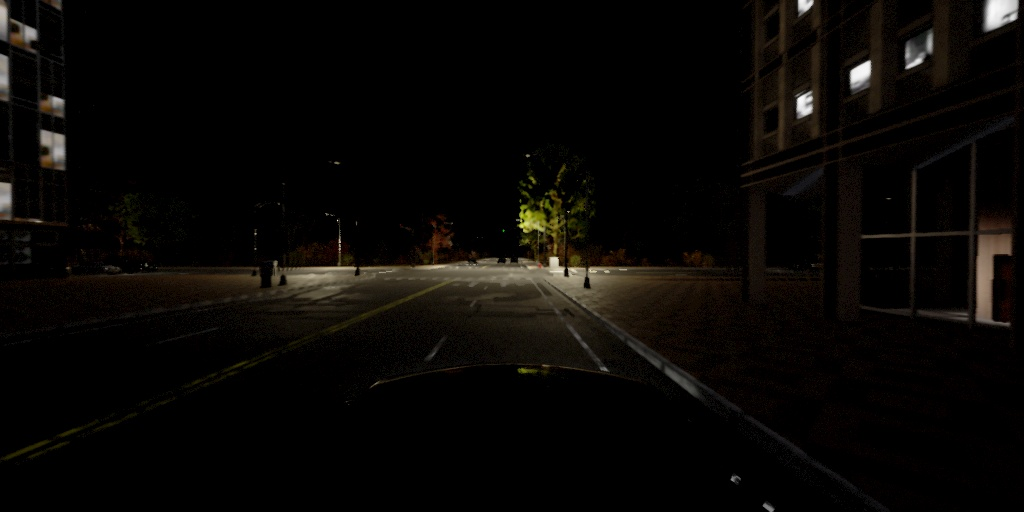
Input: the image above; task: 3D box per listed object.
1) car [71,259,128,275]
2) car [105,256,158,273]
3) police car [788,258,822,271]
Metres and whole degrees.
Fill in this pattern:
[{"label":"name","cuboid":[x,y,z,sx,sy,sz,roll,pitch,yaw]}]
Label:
[{"label":"car","cuboid":[-46.512,1.373,40.177,4.674,1.442,1.812,0,1,3]},{"label":"car","cuboid":[-46.282,1.017,43.429,5.566,2.045,2.150,0,1,3]},{"label":"police car","cuboid":[38.072,1.119,45.607,4.974,1.542,2.038,0,1,3]}]
